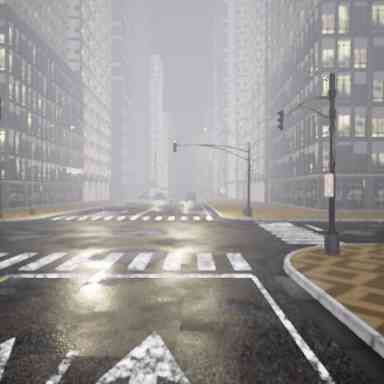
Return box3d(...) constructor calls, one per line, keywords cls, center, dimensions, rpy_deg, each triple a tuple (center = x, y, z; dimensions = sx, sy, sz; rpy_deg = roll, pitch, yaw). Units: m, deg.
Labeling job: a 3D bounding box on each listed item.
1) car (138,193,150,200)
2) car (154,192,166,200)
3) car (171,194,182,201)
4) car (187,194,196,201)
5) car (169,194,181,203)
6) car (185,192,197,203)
box3d(cls="car", center=(-9.957, 0.976, 69.423), dimensions=(2.033, 1.411, 5.357), rpy_deg=(0, 0, 0))
box3d(cls="car", center=(-6.708, 0.791, 69.463), dimensions=(2.097, 1.767, 4.553), rpy_deg=(0, 0, 0))
box3d(cls="car", center=(-3.475, 1.175, 75.278), dimensions=(2.128, 1.511, 4.902), rpy_deg=(0, 0, 0))
box3d(cls="car", center=(-0.226, 1.218, 75.704), dimensions=(1.994, 1.385, 4.181), rpy_deg=(0, 0, 0))
box3d(cls="car", center=(-3.445, 1.424, 65.307), dimensions=(1.895, 1.301, 4.718), rpy_deg=(0, 0, 0))
box3d(cls="car", center=(-0.195, 1.044, 65.316), dimensions=(2.150, 2.045, 5.566), rpy_deg=(0, 0, 0))
